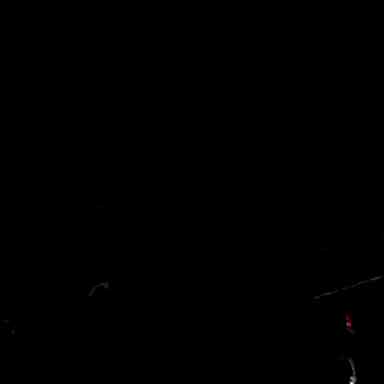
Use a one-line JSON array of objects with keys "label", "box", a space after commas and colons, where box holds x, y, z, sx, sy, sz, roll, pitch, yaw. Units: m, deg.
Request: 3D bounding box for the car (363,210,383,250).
[{"label": "car", "box": [8.614, 1.222, 12.702, 5.009, 1.841, 2.192, 0, 1, -36]}]

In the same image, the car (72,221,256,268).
[{"label": "car", "box": [-0.402, 1.419, 6.269, 4.097, 1.590, 1.967, 0, 1, -36]}]

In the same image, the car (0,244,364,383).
[{"label": "car", "box": [-0.213, 1.554, 3.212, 4.181, 1.385, 1.994, 0, 0, -35]}]
